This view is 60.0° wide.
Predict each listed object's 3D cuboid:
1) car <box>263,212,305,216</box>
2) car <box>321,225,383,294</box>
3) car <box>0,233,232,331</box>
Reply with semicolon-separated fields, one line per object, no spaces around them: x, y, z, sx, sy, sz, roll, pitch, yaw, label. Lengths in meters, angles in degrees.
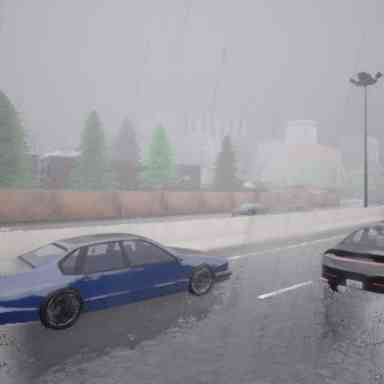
7.475;1.693;24.915;4.892;1.490;1.837;1;-1;-45;car
4.940;1.554;7.929;4.902;1.511;2.128;0;0;-41;car
-1.627;1.598;7.006;5.357;1.411;2.033;0;0;-38;car
